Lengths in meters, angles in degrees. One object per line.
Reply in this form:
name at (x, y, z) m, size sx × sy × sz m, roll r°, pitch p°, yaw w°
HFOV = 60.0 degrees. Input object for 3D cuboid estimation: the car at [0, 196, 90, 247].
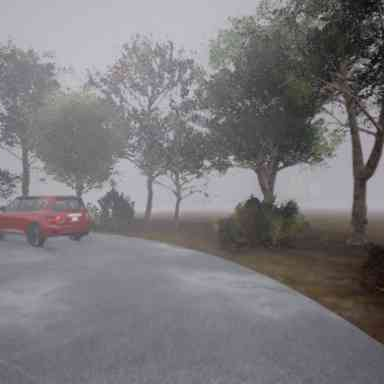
car at (-7.044, 1.201, 15.049) m, size 5.566 × 2.045 × 2.150 m, roll 0°, pitch -1°, yaw 33°
